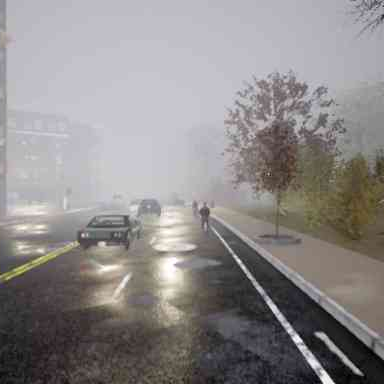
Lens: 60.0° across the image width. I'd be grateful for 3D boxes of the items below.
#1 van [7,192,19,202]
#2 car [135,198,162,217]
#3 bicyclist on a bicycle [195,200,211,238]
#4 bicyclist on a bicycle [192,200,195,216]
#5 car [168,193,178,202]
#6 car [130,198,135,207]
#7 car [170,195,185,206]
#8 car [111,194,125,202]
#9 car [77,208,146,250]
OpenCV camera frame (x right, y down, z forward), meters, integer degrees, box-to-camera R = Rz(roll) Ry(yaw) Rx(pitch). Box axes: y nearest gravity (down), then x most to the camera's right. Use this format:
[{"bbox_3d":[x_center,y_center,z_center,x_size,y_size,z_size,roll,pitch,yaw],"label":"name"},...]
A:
[{"bbox_3d":[-33.840,0.943,60.855,3.998,1.788,1.690,1,-1,-34],"label":"van"},{"bbox_3d":[-3.976,1.367,32.073,2.097,1.767,4.553,0,0,-3],"label":"car"},{"bbox_3d":[0.644,1.377,16.824,0.659,1.776,1.843,0,0,-1],"label":"bicyclist on a bicycle"},{"bbox_3d":[0.268,1.463,27.857,0.582,1.620,1.656,0,0,-2],"label":"bicyclist on a bicycle"},{"bbox_3d":[-4.104,1.236,74.253,2.150,2.045,5.566,0,0,-6],"label":"car"},{"bbox_3d":[-8.622,1.586,52.520,1.994,1.385,4.181,0,0,-4],"label":"car"},{"bbox_3d":[-2.334,1.576,56.510,1.994,1.385,4.181,0,0,-5],"label":"car"},{"bbox_3d":[-11.999,0.996,54.127,2.097,1.767,4.553,0,0,-8],"label":"car"},{"bbox_3d":[-3.342,1.609,14.416,1.895,1.301,4.718,0,0,-1],"label":"car"}]
